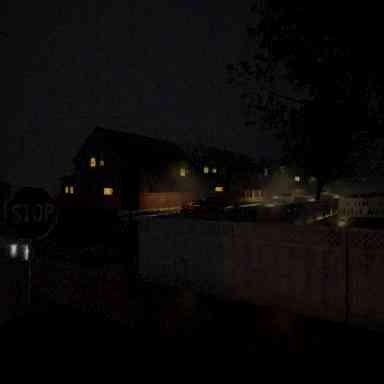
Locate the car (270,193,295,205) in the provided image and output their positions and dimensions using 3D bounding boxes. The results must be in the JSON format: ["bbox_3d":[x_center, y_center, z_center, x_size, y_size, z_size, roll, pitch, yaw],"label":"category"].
[{"bbox_3d":[11.372,0.847,41.549,1.812,1.442,4.674,2,2,36],"label":"car"}]

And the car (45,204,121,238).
[{"bbox_3d":[-6.101,1.326,16.818,2.033,1.411,5.357,2,2,35],"label":"car"}]

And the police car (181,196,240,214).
[{"bbox_3d":[1.596,1.145,22.798,1.930,1.638,5.238,2,2,35],"label":"police car"}]

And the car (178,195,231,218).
[{"bbox_3d":[1.104,1.066,27.042,1.882,1.535,5.008,2,2,35],"label":"car"}]
